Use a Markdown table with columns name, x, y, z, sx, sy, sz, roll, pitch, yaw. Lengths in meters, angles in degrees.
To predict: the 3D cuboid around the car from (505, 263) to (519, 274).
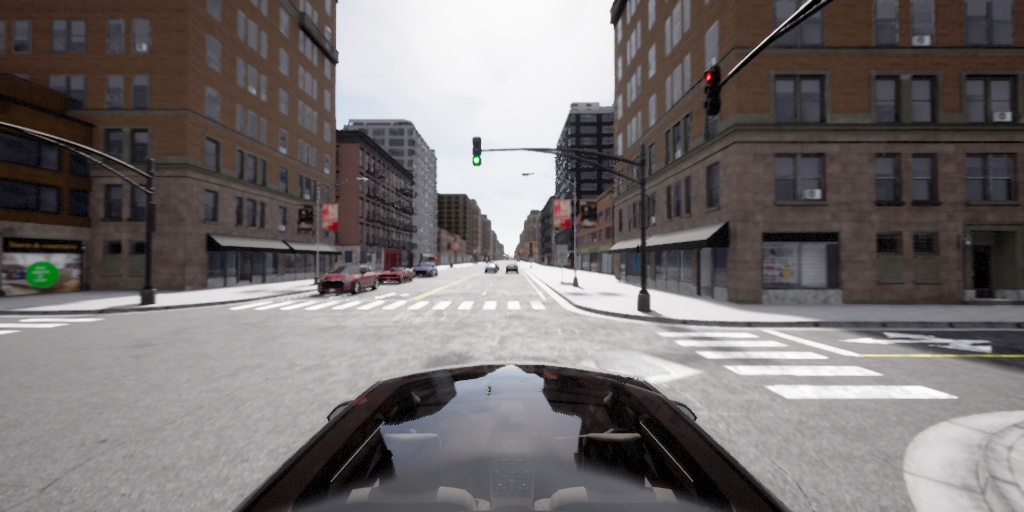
| name | x | y | z | sx | sy | sz | roll | pitch | yaw |
| --- | --- | --- | --- | --- | --- | --- | --- | --- | --- |
| car | 0.013 | 1.757 | 51.911 | 1.837 | 1.490 | 4.892 | 0 | -1 | 0 |

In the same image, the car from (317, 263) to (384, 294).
| name | x | y | z | sx | sy | sz | roll | pitch | yaw |
| --- | --- | --- | --- | --- | --- | --- | --- | --- | --- |
| car | -9.845 | 1.309 | 21.866 | 2.097 | 1.767 | 4.553 | 0 | -1 | 0 |

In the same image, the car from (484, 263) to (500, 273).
| name | x | y | z | sx | sy | sz | roll | pitch | yaw |
| --- | --- | --- | --- | --- | --- | --- | --- | --- | --- |
| car | -3.137 | 1.819 | 53.858 | 2.033 | 1.411 | 5.357 | 0 | -1 | 0 |

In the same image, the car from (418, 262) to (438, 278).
| name | x | y | z | sx | sy | sz | roll | pitch | yaw |
| --- | --- | --- | --- | --- | --- | --- | --- | --- | --- |
| car | -9.831 | 1.498 | 40.890 | 2.097 | 1.767 | 4.553 | 0 | -1 | 0 |

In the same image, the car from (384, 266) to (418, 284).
| name | x | y | z | sx | sy | sz | roll | pitch | yaw |
| --- | --- | --- | --- | --- | --- | --- | --- | --- | --- |
| car | -9.843 | 1.647 | 30.844 | 1.895 | 1.301 | 4.718 | 0 | -1 | 0 |
